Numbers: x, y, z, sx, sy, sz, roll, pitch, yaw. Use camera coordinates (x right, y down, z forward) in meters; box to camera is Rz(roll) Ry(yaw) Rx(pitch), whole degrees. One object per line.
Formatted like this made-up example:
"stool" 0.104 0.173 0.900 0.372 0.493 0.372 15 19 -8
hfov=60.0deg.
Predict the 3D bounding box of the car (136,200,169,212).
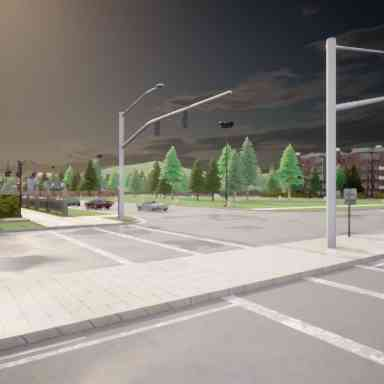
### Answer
"car" -4.562 1.601 38.301 1.895 1.301 4.718 0 0 -36

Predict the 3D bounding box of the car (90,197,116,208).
"car" -13.700 1.547 50.878 2.033 1.411 5.357 0 0 -36

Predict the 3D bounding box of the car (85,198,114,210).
"car" -12.154 1.601 42.802 1.895 1.301 4.718 0 0 -36

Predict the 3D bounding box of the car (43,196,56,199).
"car" -27.402 1.503 63.943 1.837 1.490 4.892 0 0 -36

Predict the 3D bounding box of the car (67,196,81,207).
"car" -18.952 1.503 52.163 1.837 1.490 4.892 0 0 -36

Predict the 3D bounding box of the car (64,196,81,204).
"car" -23.062 1.497 63.908 1.837 1.490 4.892 0 0 -36
